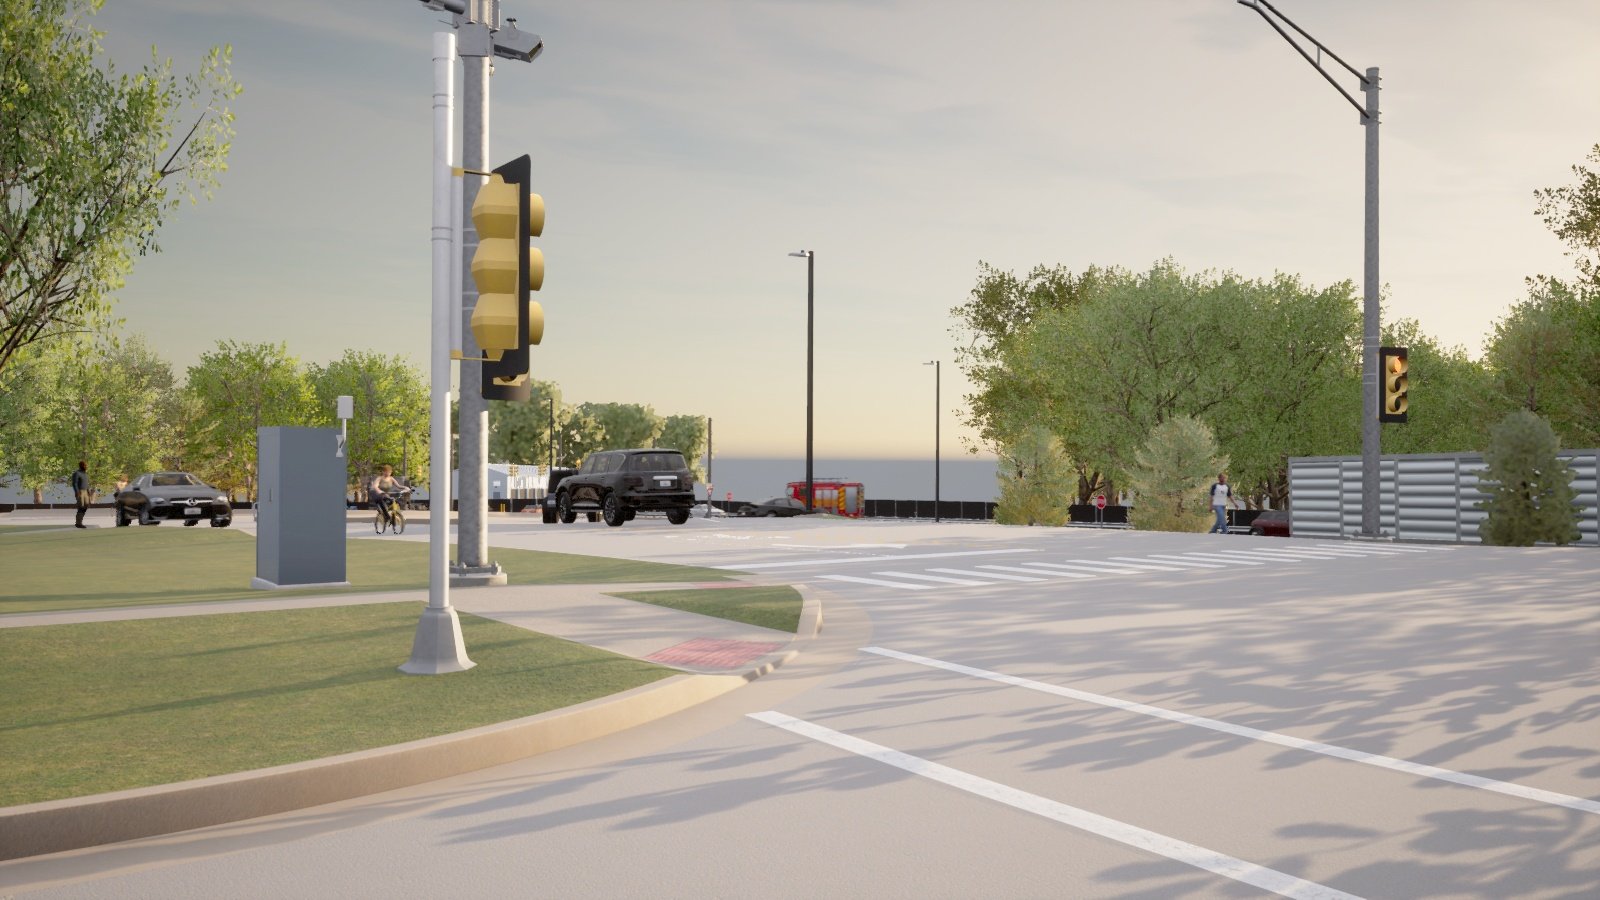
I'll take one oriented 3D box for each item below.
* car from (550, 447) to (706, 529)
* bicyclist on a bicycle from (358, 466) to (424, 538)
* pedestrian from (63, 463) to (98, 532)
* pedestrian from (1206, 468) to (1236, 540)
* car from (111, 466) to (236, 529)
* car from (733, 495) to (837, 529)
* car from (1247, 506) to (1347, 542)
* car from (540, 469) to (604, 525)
[{"bbox_3d":[-4.848,1.032,34.593,2.150,2.045,5.566,-1,-1,-32],"label":"car"},{"bbox_3d":[-9.387,1.185,28.807,0.866,1.612,1.509,0,-2,-42],"label":"bicyclist on a bicycle"},{"bbox_3d":[-19.415,1.273,33.873,0.726,1.835,0.370,0,0,2],"label":"pedestrian"},{"bbox_3d":[10.889,1.391,32.480,0.354,1.836,0.706,0,0,-23],"label":"pedestrian"},{"bbox_3d":[-18.084,1.368,36.115,2.152,1.651,5.027,0,-2,-39],"label":"car"},{"bbox_3d":[-0.711,3.099,62.459,5.008,1.535,1.882,4,-5,-36],"label":"car"},{"bbox_3d":[26.581,3.947,67.324,2.097,1.767,4.553,0,-2,-33],"label":"car"},{"bbox_3d":[-8.080,1.704,44.800,1.905,1.878,3.866,-1,-3,-5],"label":"car"}]
